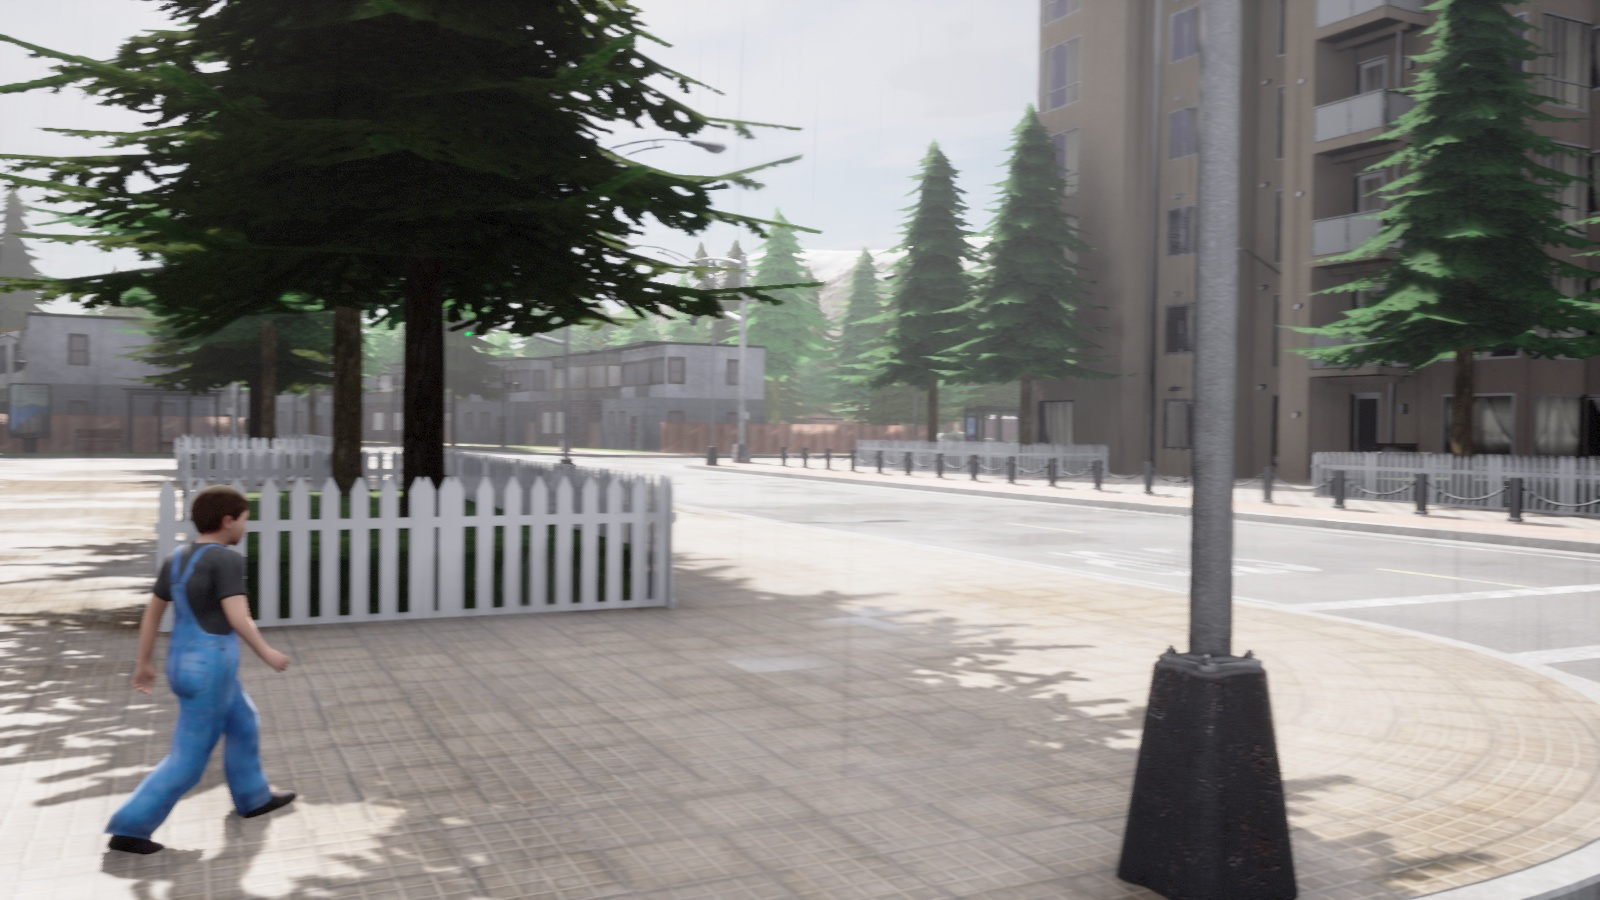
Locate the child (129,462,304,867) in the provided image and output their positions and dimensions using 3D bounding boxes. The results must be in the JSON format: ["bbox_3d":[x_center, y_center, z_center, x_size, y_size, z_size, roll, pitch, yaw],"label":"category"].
[{"bbox_3d":[-1.947,0.680,4.206,0.270,1.263,0.437,0,1,37],"label":"child"}]
